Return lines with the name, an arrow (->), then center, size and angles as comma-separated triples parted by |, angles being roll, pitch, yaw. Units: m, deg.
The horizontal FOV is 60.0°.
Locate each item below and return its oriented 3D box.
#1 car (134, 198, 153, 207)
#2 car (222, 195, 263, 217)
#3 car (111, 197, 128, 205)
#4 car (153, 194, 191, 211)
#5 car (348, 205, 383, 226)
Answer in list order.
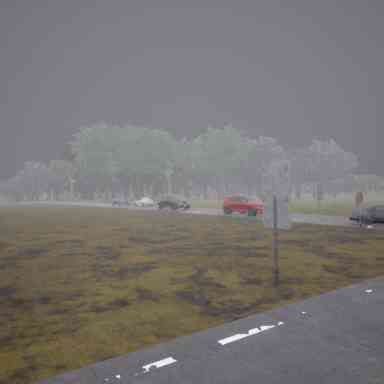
car -> -8.208, 1.700, 56.572 | 1.812, 1.442, 4.674 | -2, 1, -36
car -> 5.323, 1.296, 32.771 | 2.150, 2.045, 5.566 | -2, 0, -36
car -> -14.086, 1.776, 64.714 | 2.128, 1.511, 4.902 | -2, 0, -36
car -> -2.455, 1.355, 43.561 | 2.150, 2.045, 5.566 | -2, 1, -35
car -> 13.441, 1.592, 22.206 | 2.033, 1.411, 5.357 | -2, 1, -42
